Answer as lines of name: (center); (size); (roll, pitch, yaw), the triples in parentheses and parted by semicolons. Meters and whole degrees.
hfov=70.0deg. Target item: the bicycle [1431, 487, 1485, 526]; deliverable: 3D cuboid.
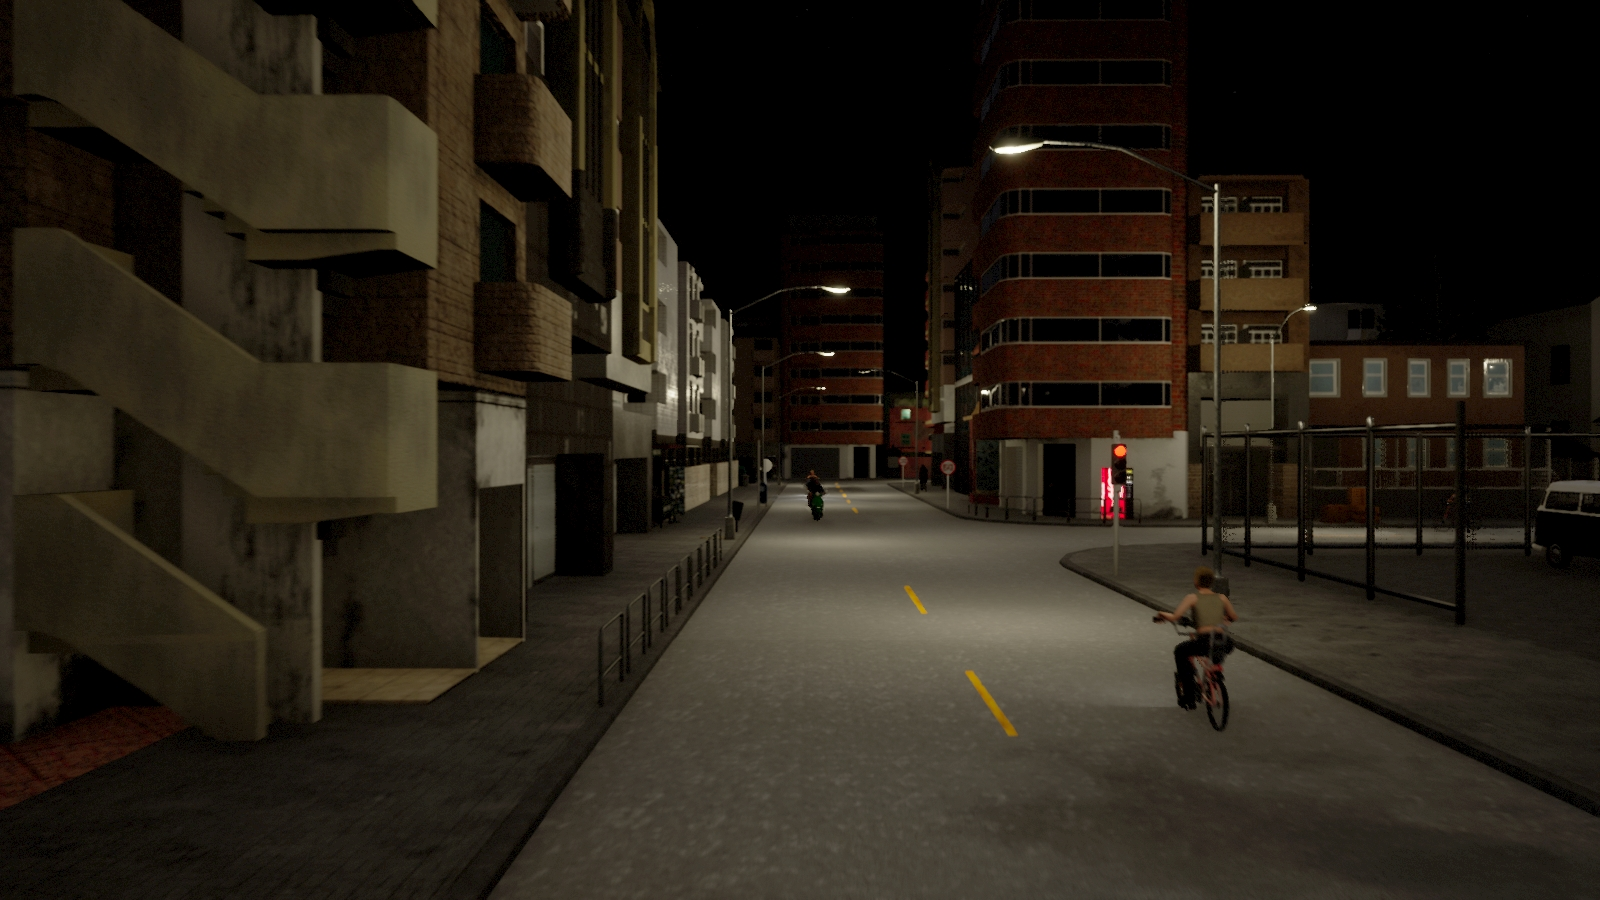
bicycle: (22.582, 1.942, 39.230); (1.643, 1.296, 0.373); (0, 0, 0)

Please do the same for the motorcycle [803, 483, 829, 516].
motorcycle: (0.636, 1.961, 45.472); (0.856, 1.236, 1.805); (1, 0, -4)

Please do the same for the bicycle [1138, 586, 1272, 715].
bicycle: (4.157, 2.037, 11.846); (0.859, 1.080, 1.487); (0, 0, 0)
